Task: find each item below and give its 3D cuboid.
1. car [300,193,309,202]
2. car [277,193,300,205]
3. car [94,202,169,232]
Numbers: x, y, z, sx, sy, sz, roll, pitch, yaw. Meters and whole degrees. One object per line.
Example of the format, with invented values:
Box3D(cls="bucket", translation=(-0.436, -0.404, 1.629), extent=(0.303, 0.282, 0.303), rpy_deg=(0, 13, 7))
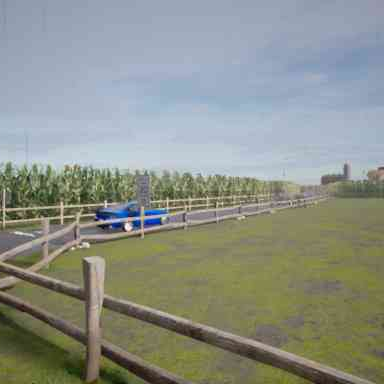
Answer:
Box3D(cls="car", translation=(17.944, 0.907, 54.491), extent=(1.837, 1.490, 4.892), rpy_deg=(0, 1, 28))
Box3D(cls="car", translation=(13.023, 1.023, 45.587), extent=(1.837, 1.490, 4.892), rpy_deg=(1, 1, 30))
Box3D(cls="car", translation=(-3.315, 1.327, 19.262), extent=(1.882, 1.535, 5.008), rpy_deg=(1, 1, 34))
